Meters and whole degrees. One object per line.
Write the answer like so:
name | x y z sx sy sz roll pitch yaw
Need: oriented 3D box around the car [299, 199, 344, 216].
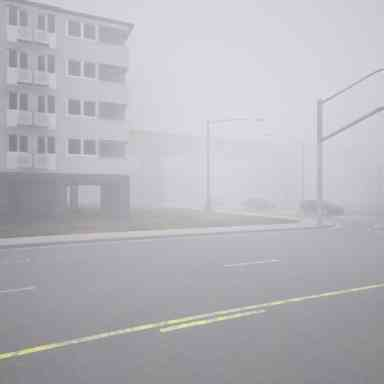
car | 12.926 1.505 33.439 1.837 1.490 4.892 0 0 -25

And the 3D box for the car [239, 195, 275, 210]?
car | 8.627 1.490 42.630 2.128 1.511 4.902 0 0 -25

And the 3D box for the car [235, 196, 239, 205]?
car | 9.083 1.547 50.427 2.033 1.411 5.357 0 0 -24

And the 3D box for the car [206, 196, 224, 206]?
car | 3.702 1.503 54.178 1.837 1.490 4.892 0 0 -15
